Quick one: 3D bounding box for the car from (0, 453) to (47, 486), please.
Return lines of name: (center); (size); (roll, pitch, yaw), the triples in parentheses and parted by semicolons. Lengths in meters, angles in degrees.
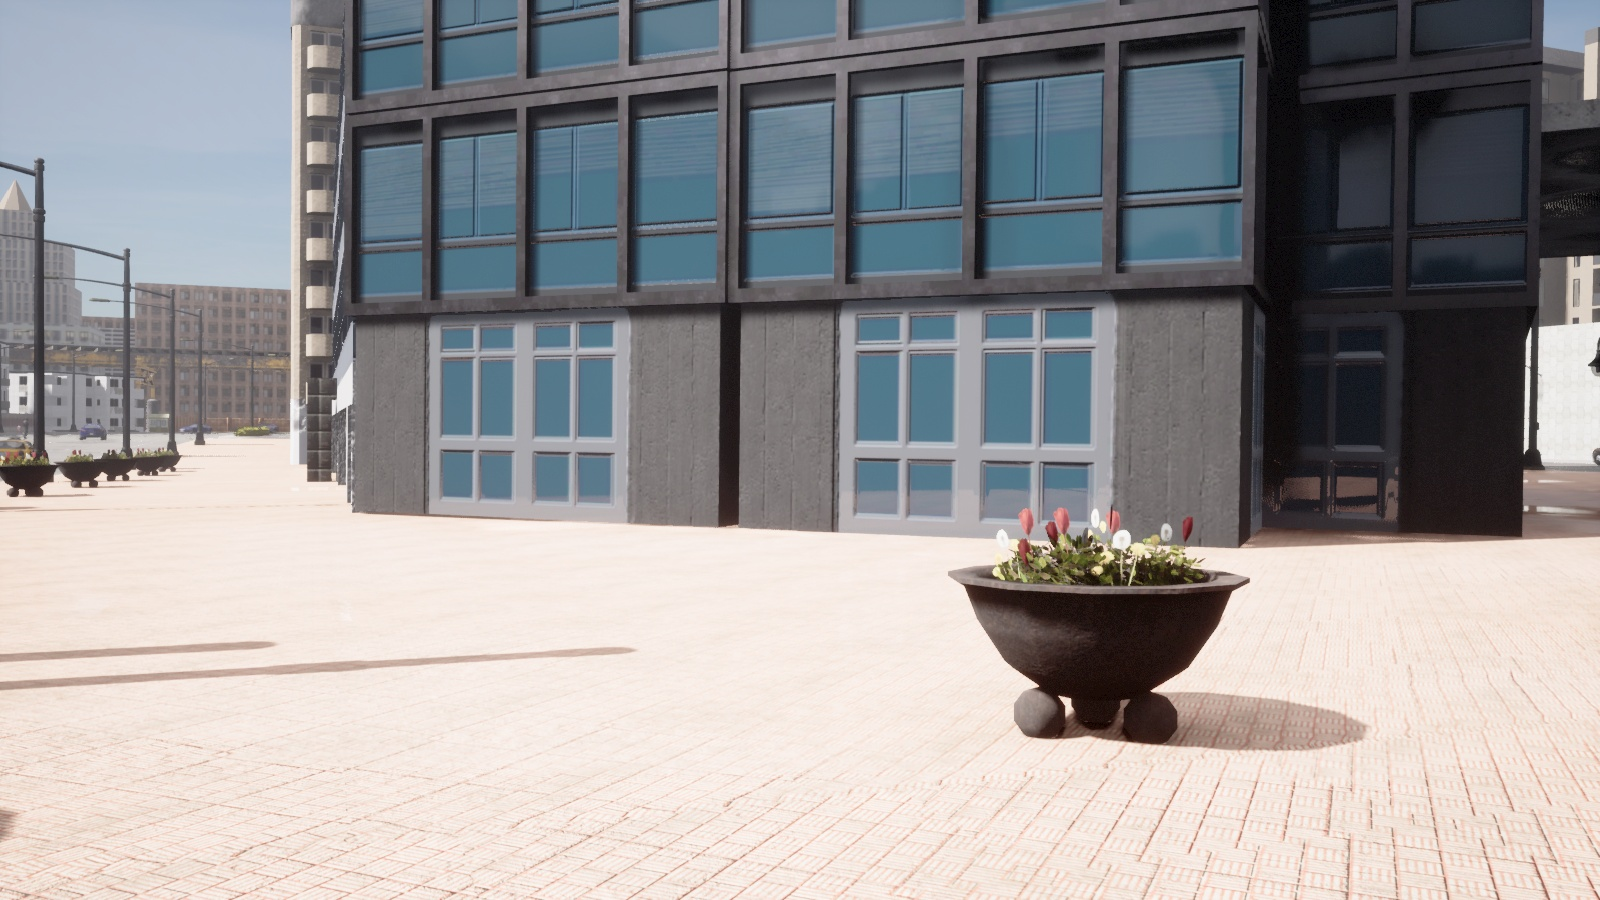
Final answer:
car: (-40.498, 0.977, 64.885); (1.801, 1.575, 5.366); (-1, 1, -21)
